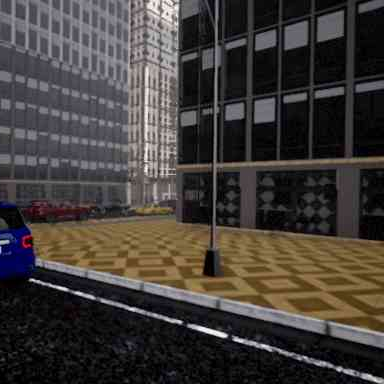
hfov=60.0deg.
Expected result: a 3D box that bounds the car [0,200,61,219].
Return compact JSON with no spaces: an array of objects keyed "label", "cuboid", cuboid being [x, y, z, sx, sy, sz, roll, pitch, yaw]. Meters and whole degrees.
[{"label":"car","cuboid":[-15.101,1.601,31.130,2.128,1.511,4.902,1,0,36]}]

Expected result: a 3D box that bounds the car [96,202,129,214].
[{"label":"car","cuboid":[-9.639,1.791,38.517,1.895,1.301,4.718,1,0,36]}]

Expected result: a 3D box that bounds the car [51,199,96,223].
[{"label":"car","cuboid":[-10.820,1.514,27.195,2.192,1.841,5.009,1,0,37]}]

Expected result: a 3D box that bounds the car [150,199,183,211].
[{"label":"car","cuboid":[-3.514,1.786,46.777,1.837,1.490,4.892,1,0,37]}]

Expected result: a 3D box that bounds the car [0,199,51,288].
[{"label":"car","cuboid":[-6.009,1.214,7.972,5.566,2.045,2.150,0,0,36]}]

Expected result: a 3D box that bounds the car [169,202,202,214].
[{"label":"car","cuboid":[-0.759,1.929,40.797,1.802,1.307,4.206,1,0,37]}]

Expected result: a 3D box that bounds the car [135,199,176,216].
[{"label":"car","cuboid":[-4.012,1.824,36.399,1.752,1.417,4.829,1,0,37]}]

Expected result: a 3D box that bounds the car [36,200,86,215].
[{"label":"car","cuboid":[-14.307,1.635,36.573,1.752,1.417,4.829,1,0,37]}]
